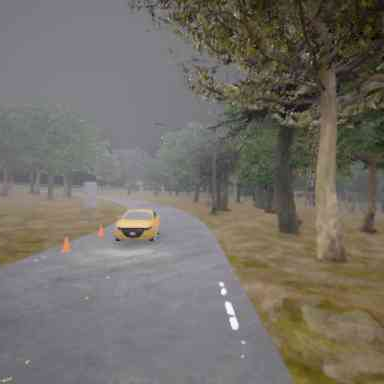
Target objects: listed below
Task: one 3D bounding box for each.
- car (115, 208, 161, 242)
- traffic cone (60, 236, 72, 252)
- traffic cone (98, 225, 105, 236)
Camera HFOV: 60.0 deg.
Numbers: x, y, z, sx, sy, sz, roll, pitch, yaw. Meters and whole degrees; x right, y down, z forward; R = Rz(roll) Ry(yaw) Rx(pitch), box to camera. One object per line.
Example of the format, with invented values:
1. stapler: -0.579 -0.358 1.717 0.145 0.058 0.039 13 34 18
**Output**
1. car: -2.725 1.634 17.557 1.882 1.535 5.008 1 -1 -1
2. traffic cone: -4.930 2.030 13.048 0.340 0.580 0.340 1 -1 0
3. traffic cone: -4.923 2.083 18.038 0.340 0.580 0.340 1 -1 0
